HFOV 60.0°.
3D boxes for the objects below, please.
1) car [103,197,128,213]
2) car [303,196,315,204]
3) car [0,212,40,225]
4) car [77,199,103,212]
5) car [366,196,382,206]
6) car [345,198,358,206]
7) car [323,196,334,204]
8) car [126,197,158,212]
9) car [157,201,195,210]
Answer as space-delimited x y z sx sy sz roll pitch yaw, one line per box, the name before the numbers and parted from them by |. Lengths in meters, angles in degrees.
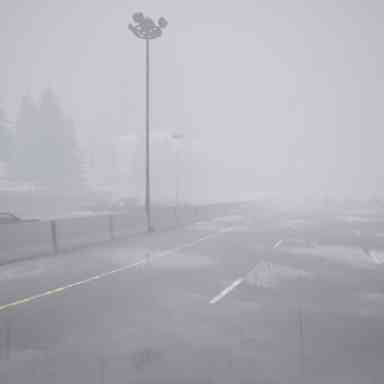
car | -7.545 1.351 37.689 2.097 1.767 4.553 0 0 23
car | 22.665 1.504 64.501 1.837 1.490 4.892 0 0 23
car | -9.458 1.601 15.080 1.895 1.301 4.718 0 0 25
car | -10.916 1.547 38.702 2.033 1.411 5.357 0 0 23
car | 30.098 1.502 55.023 1.837 1.490 4.892 0 -1 22
car | 26.136 1.601 54.626 1.895 1.301 4.718 0 0 22
car | 26.631 1.477 64.931 1.882 1.535 5.008 0 0 23
car | -4.696 1.525 35.441 1.812 1.442 4.674 0 0 23
car | -1.361 1.601 34.335 1.895 1.301 4.718 0 0 23
